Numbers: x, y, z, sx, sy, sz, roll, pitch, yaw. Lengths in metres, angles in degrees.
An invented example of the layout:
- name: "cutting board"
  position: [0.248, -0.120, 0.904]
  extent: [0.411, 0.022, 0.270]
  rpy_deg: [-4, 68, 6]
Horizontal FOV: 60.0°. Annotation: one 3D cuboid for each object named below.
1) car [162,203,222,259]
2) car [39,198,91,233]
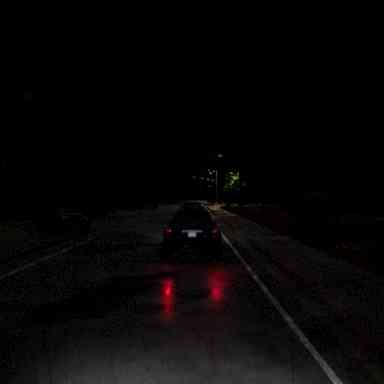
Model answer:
- name: "car"
  position: [0.022, 1.500, 13.412]
  extent: [2.097, 1.767, 4.553]
  rpy_deg: [0, -1, 0]
- name: "car"
  position: [-7.661, 1.364, 19.947]
  extent: [1.905, 1.878, 3.866]
  rpy_deg: [8, -4, -42]
